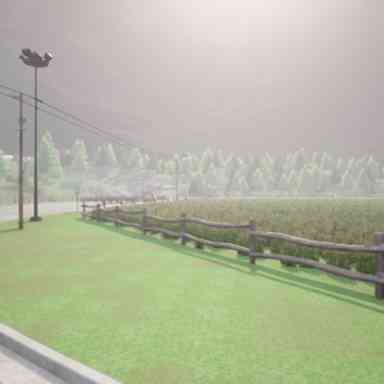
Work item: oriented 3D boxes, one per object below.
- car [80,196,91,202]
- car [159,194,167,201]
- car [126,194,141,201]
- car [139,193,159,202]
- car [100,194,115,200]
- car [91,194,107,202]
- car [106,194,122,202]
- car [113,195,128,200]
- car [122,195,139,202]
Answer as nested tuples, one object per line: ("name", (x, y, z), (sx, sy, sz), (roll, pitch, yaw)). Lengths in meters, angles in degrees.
("car", (-22.982, 1.496, 73.629), (1.994, 1.385, 4.181), (0, 0, 10))
("car", (-7.447, 1.314, 81.027), (1.812, 1.442, 4.674), (0, 0, 10))
("car", (-14.339, 1.325, 82.252), (2.033, 1.411, 5.357), (0, 0, 10))
("car", (-9.174, 1.469, 71.315), (1.812, 1.442, 4.674), (0, 0, 10))
("car", (-21.230, 1.304, 83.477), (1.812, 1.442, 4.674), (0, 0, 10))
("car", (-19.524, 1.291, 73.079), (2.097, 1.767, 4.553), (0, 0, 10))
("car", (-16.163, 1.438, 71.993), (1.837, 1.490, 4.892), (0, 0, 10))
("car", (-17.784, 1.335, 82.865), (1.994, 1.385, 4.181), (0, 0, 10))
("car", (-12.717, 1.418, 71.380), (1.882, 1.535, 5.008), (0, 0, 10))
